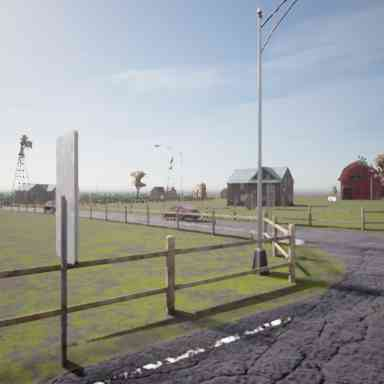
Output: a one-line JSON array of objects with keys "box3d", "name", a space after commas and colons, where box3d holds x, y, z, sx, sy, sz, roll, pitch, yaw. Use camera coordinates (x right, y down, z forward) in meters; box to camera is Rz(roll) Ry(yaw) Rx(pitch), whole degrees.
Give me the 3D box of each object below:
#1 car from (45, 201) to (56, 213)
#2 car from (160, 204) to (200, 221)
[{"box3d": [-20.325, 2.102, 49.443, 2.097, 1.767, 4.553, 0, -1, -43], "name": "car"}, {"box3d": [-1.158, 1.891, 30.966, 1.812, 1.442, 4.674, 0, -1, -38], "name": "car"}]
